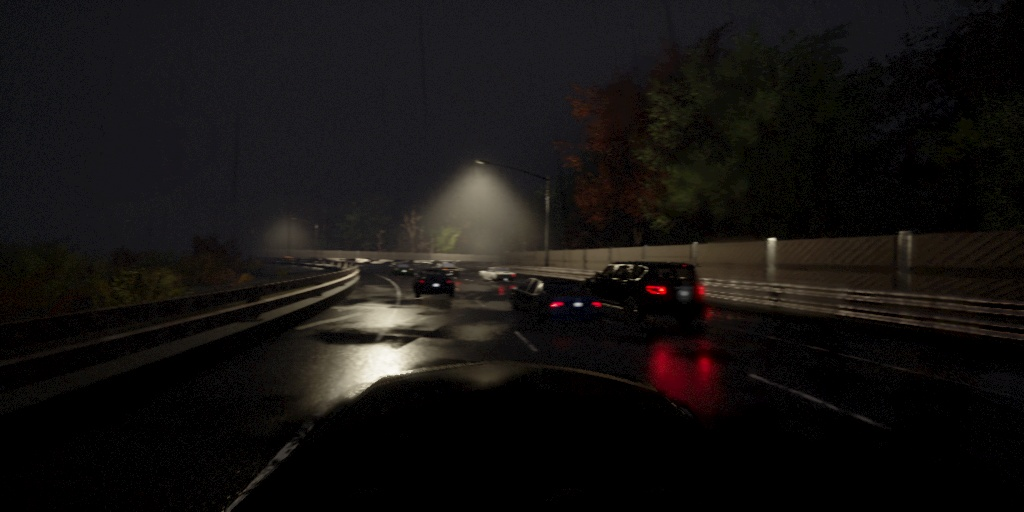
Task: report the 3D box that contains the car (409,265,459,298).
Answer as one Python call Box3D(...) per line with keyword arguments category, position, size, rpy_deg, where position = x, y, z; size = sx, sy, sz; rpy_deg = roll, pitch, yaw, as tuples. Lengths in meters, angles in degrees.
Box3D(category="car", position=(-4.311, 1.396, 19.359), size=(1.994, 1.385, 4.181), rpy_deg=(2, -1, -18))

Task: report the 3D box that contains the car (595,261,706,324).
Box3D(category="car", position=(4.573, 1.219, 13.415), size=(2.150, 2.045, 5.566), rpy_deg=(2, 0, -13))

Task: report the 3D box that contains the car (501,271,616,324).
Box3D(category="car", position=(1.282, 1.450, 12.675), size=(2.033, 1.411, 5.357), rpy_deg=(2, -1, -14))

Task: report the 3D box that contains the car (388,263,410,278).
Box3D(category="car", position=(-11.092, 1.401, 35.708), size=(1.994, 1.385, 4.181), rpy_deg=(2, -1, -27))

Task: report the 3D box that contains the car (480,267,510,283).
Box3D(category="car", position=(-1.334, 1.643, 31.550), size=(1.895, 1.301, 4.718), rpy_deg=(2, -1, -22))

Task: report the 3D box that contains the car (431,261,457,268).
Box3D(category="car", position=(-6.437, 1.432, 34.208), size=(2.128, 1.511, 4.902), rpy_deg=(2, -1, -25))
